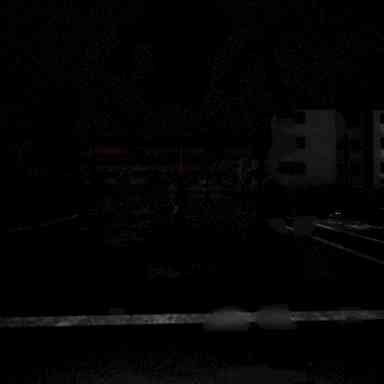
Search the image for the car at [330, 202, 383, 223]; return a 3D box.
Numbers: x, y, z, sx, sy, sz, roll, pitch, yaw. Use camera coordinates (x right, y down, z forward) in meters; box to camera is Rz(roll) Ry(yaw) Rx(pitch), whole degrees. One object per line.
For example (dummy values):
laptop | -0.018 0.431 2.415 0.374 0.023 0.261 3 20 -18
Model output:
car | 12.845 1.490 24.797 4.892 1.490 1.837 0 0 1
